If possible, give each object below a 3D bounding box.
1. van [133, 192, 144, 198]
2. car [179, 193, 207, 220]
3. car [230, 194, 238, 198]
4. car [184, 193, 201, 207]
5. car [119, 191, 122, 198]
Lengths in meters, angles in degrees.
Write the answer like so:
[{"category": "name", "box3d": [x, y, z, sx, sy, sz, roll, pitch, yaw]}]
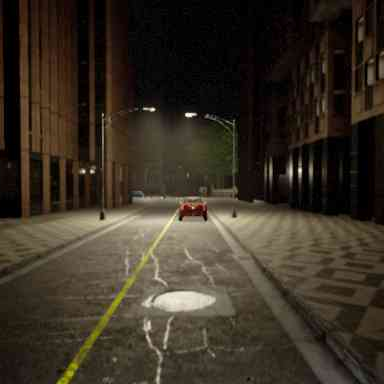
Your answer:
[{"category": "van", "box3d": [-14.642, 0.780, 87.116, 3.998, 1.788, 1.690, 0, 1, 0]}, {"category": "car", "box3d": [0.082, 1.162, 26.044, 2.097, 1.767, 4.553, 0, 0, 0]}, {"category": "car", "box3d": [12.015, 1.058, 87.006, 4.313, 1.339, 1.947, 0, 1, 0]}, {"category": "car", "box3d": [0.069, 1.032, 43.885, 2.097, 1.767, 4.553, 0, 0, 0]}, {"category": "car", "box3d": [-20.083, 0.871, 87.141, 4.097, 1.590, 1.967, 0, 1, 0]}]
